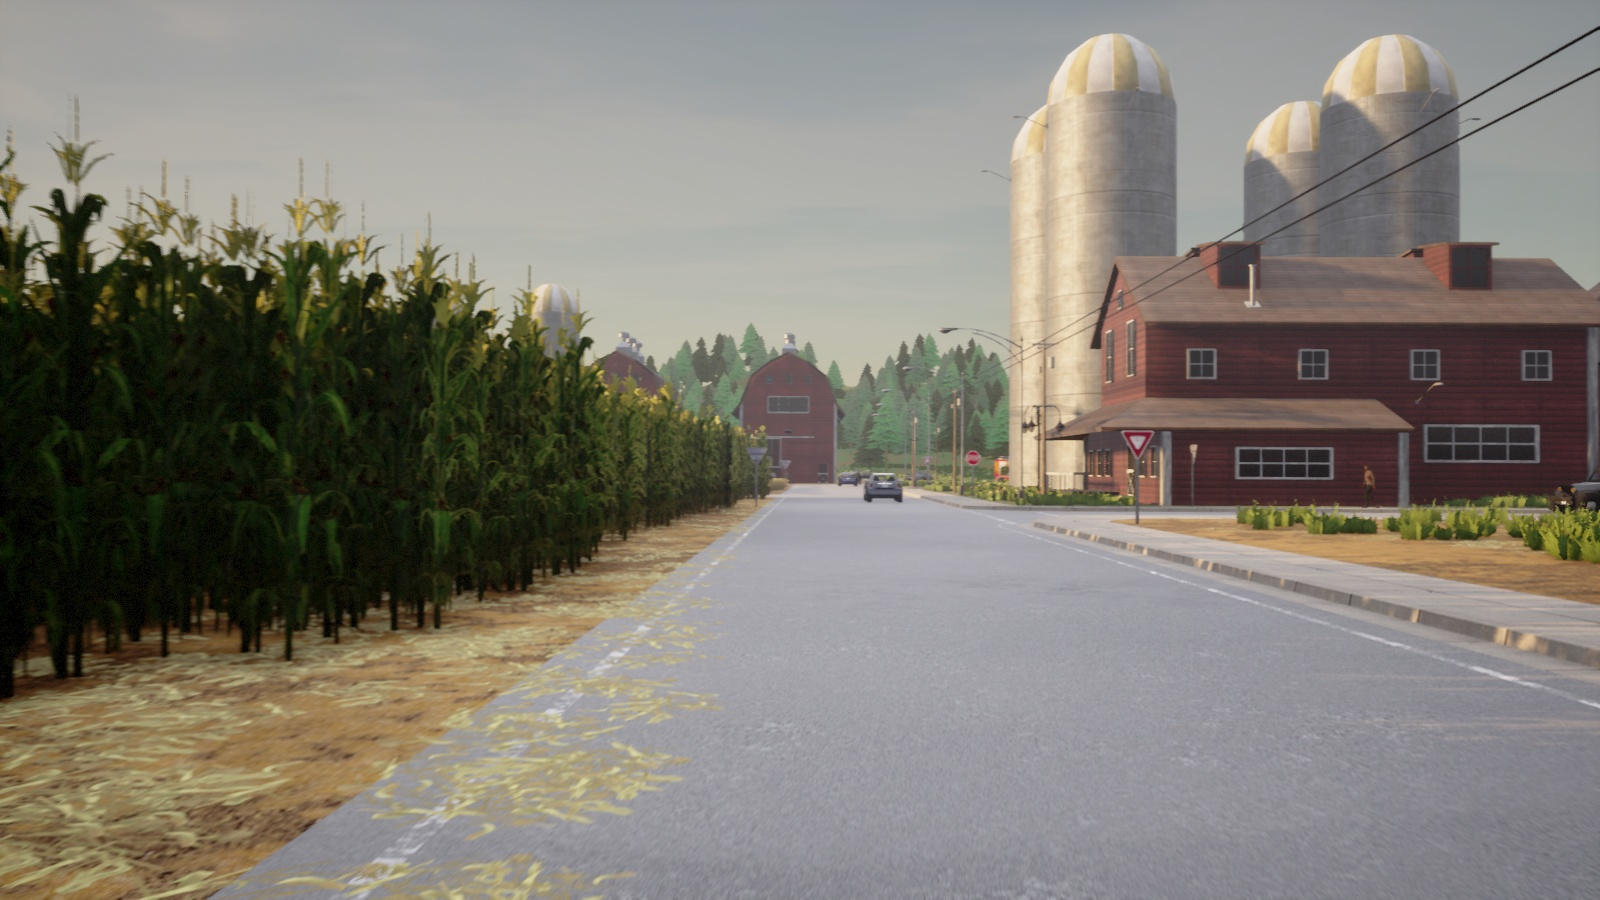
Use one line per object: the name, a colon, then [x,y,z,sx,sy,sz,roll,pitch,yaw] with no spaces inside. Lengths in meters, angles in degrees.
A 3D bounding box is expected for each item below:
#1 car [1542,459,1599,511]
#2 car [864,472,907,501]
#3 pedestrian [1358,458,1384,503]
car: [30.039,1.278,46.575,3.866,1.878,1.905,0,-1,0]
car: [4.414,1.861,65.220,1.970,1.475,3.806,0,-1,0]
pedestrian: [22.901,1.228,50.367,0.869,1.805,0.328,0,-1,7]
